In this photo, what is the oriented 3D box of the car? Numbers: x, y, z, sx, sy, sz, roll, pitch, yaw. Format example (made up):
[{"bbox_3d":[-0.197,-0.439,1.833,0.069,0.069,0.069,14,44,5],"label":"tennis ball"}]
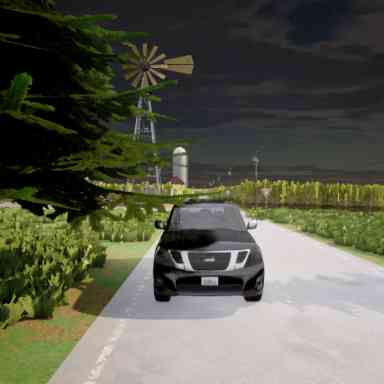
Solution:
[{"bbox_3d":[0.330,1.221,8.638,2.150,2.045,5.566,0,0,0],"label":"car"}]
